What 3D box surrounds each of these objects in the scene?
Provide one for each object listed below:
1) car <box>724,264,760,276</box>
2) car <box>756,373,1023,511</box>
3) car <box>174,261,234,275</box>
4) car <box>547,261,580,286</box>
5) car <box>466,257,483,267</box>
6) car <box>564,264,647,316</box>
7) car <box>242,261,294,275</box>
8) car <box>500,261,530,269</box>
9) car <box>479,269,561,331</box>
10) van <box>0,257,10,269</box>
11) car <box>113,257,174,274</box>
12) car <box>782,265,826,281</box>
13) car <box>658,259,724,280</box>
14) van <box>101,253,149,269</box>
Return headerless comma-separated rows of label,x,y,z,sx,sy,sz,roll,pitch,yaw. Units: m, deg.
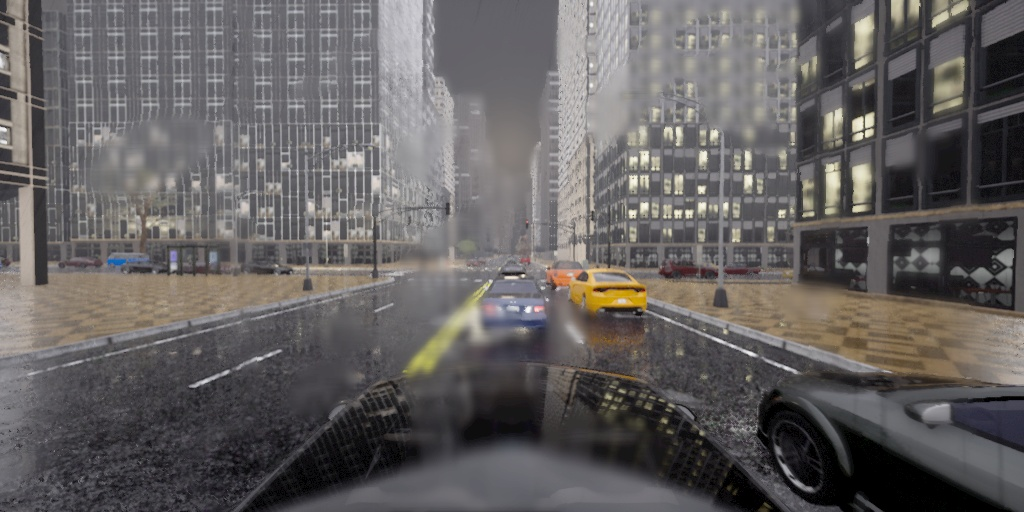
car,23.789,1.501,38.686,4.718,1.301,1.895,0,1,1
car,3.347,1.313,1.732,1.994,1.385,4.181,0,0,0
car,-28.480,1.116,33.592,4.207,1.307,1.802,0,0,1
car,3.308,1.077,22.318,2.097,1.767,4.553,0,0,0
car,-6.689,1.229,61.684,1.994,1.385,4.181,0,0,0
car,3.327,1.215,13.314,1.882,1.535,5.008,0,0,0
car,-22.795,1.152,33.470,4.313,1.339,1.948,0,0,1
car,0.063,1.219,20.659,2.128,1.511,4.902,0,0,0
car,0.082,1.287,10.907,2.033,1.411,5.357,0,0,1
van,-51.206,0.666,34.117,3.998,1.789,1.690,0,0,1
car,-34.161,1.048,33.753,4.313,1.339,1.948,0,0,1
car,27.579,1.556,32.850,4.829,1.417,1.751,0,0,1
car,16.130,1.246,33.023,5.009,1.841,2.192,0,0,1
van,-45.370,0.578,42.391,3.998,1.789,1.690,0,0,1
